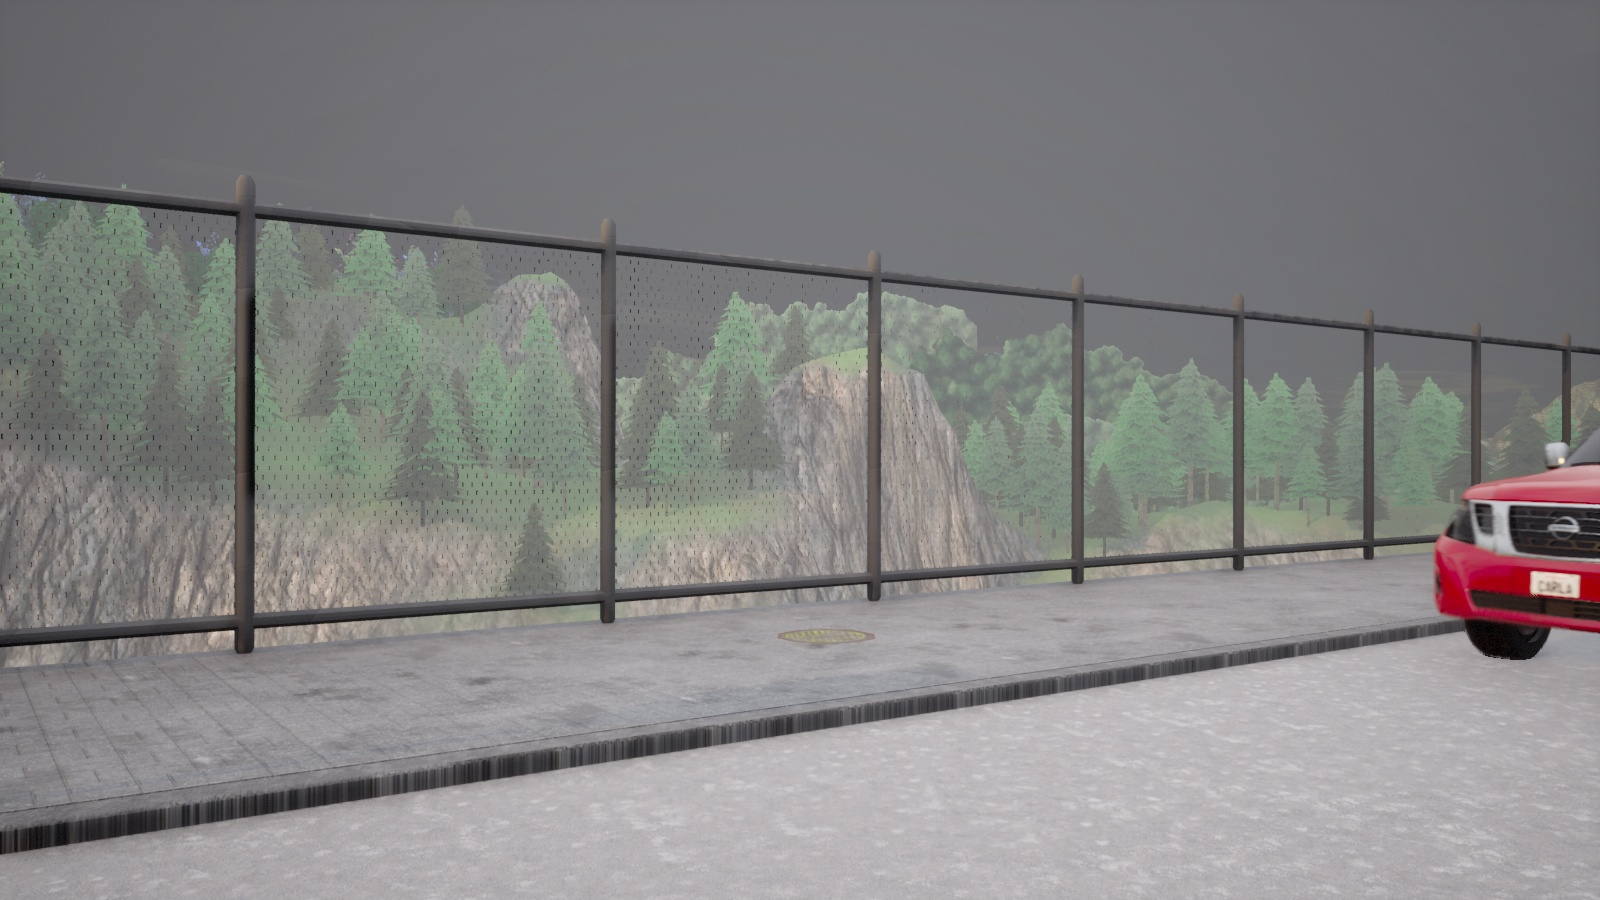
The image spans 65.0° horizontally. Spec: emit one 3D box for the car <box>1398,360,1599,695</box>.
[{"bbox_3d":[7.165,0.471,9.260,5.566,2.045,2.150,0,0,-29],"label":"car"}]
